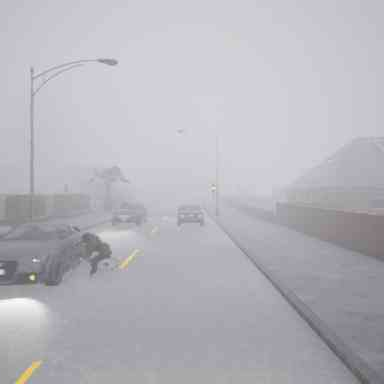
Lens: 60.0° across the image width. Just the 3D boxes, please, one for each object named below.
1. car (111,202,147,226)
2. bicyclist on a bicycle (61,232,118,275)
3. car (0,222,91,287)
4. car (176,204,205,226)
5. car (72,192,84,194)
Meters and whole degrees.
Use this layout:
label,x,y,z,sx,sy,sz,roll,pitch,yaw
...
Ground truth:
label,x,y,z,sx,sy,sz,roll,pitch,yaw
car,-4.291,1.492,23.380,2.128,1.511,4.902,0,0,0
bicyclist on a bicycle,-2.581,1.551,8.324,1.656,0.582,1.620,7,-45,-22
car,-4.216,1.559,9.189,1.994,1.385,4.181,-1,0,-1
car,-0.143,1.547,23.366,2.033,1.411,5.357,0,0,-2
car,-20.413,0.986,58.051,1.905,1.878,3.866,0,0,34
